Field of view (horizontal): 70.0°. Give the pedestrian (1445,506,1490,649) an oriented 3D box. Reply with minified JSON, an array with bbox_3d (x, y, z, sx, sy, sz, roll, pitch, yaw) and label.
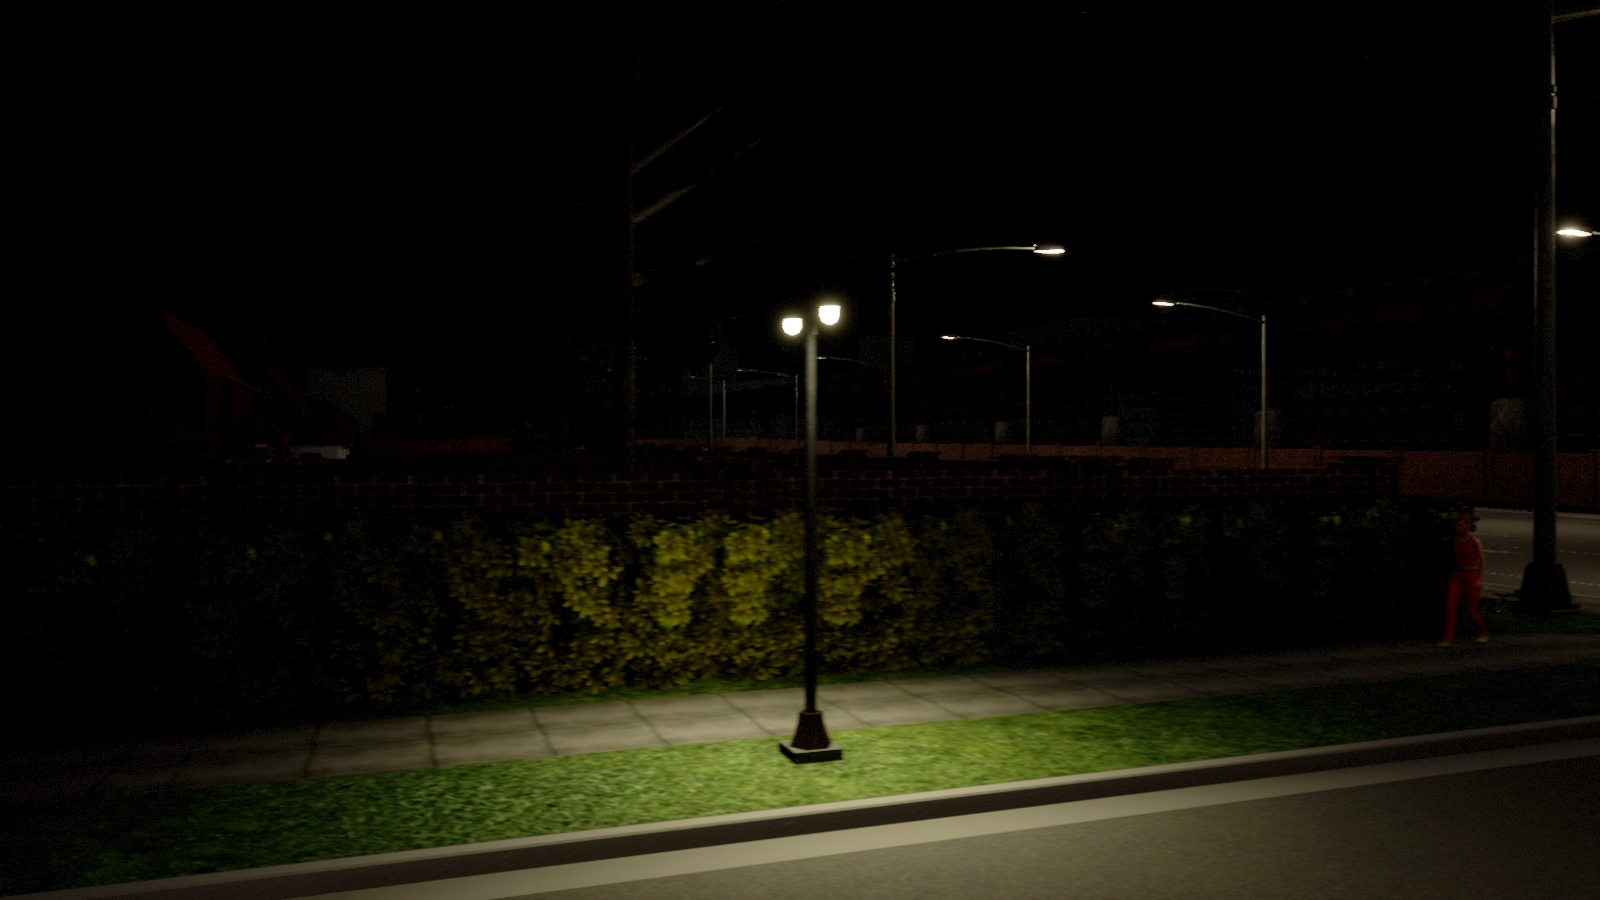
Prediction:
[{"bbox_3d":[8.952,1.696,15.330,0.375,1.860,0.375,0,0,-20],"label":"pedestrian"}]
